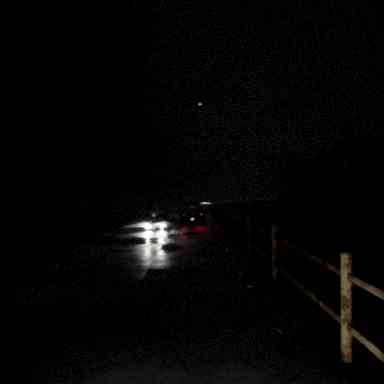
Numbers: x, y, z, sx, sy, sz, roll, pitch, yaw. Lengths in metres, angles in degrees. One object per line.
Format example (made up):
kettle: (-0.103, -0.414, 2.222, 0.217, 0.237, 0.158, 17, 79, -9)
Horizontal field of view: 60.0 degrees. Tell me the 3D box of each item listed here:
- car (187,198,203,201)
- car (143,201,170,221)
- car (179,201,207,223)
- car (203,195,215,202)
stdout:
car: (0.156, 1.490, 42.675, 1.837, 1.490, 4.892, 0, 0, 2)
car: (-2.894, 1.500, 27.638, 2.128, 1.511, 4.902, 0, 0, 0)
car: (0.036, 1.609, 25.649, 1.895, 1.301, 4.718, 0, 0, 0)
car: (3.306, 1.409, 68.622, 1.994, 1.385, 4.181, 0, 0, 25)
